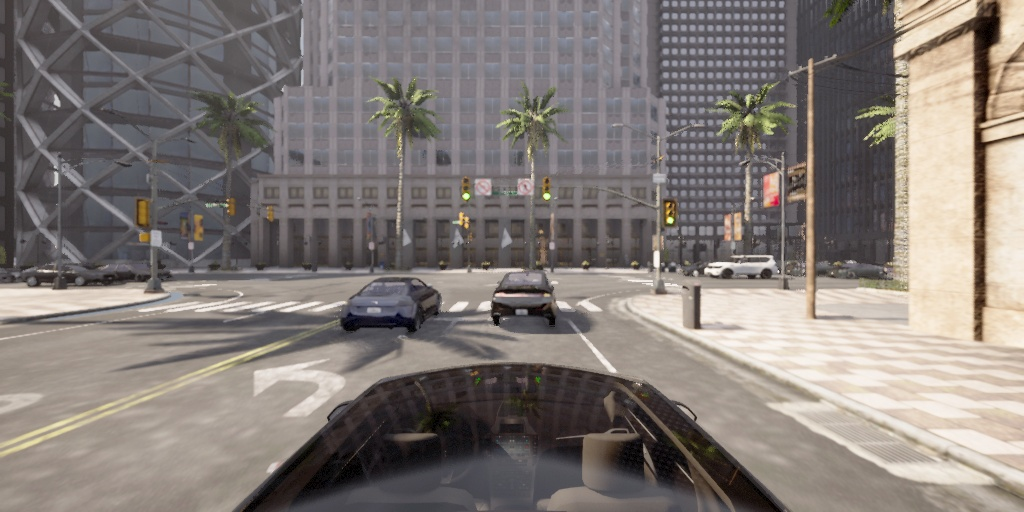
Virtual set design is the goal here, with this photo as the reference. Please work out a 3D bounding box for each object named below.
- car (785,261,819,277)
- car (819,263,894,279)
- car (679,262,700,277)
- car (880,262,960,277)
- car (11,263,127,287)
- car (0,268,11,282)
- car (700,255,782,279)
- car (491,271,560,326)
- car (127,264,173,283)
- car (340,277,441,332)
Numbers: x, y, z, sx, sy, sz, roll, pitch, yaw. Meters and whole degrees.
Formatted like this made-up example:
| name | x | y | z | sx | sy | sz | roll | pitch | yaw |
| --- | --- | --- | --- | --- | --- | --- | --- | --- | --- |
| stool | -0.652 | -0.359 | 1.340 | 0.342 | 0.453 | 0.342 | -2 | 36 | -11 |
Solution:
| name | x | y | z | sx | sy | sz | roll | pitch | yaw |
| --- | --- | --- | --- | --- | --- | --- | --- | --- | --- |
| car | 28.810 | 1.303 | 34.785 | 4.181 | 1.385 | 1.994 | 0 | 0 | 0 |
| car | 29.953 | 1.305 | 31.286 | 4.181 | 1.385 | 1.994 | 0 | 0 | 0 |
| car | 18.846 | 1.244 | 34.821 | 4.892 | 1.490 | 1.837 | 0 | 0 | 0 |
| car | 39.458 | 1.287 | 34.741 | 5.357 | 1.411 | 2.033 | 0 | 0 | 1 |
| car | -29.460 | 1.248 | 23.981 | 4.892 | 1.490 | 1.837 | 0 | 0 | -4 |
| car | -39.062 | 1.234 | 25.856 | 4.902 | 1.511 | 2.128 | 0 | 0 | -19 |
| car | 19.969 | 0.963 | 31.318 | 5.566 | 2.045 | 2.150 | 0 | 0 | 0 |
| car | 0.499 | 1.239 | 11.710 | 2.128 | 1.511 | 4.902 | 0 | 0 | 6 |
| car | -29.460 | 1.289 | 27.530 | 5.357 | 1.411 | 2.033 | 0 | 0 | -3 |
| car | -3.434 | 1.310 | 10.879 | 1.994 | 1.385 | 4.181 | 0 | 0 | -1 |
